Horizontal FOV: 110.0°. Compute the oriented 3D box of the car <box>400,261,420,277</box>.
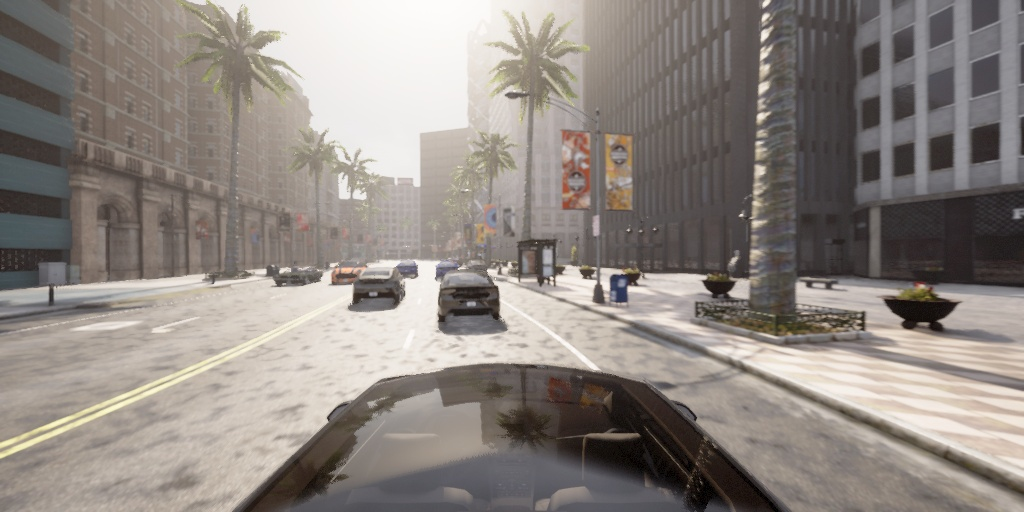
[{"bbox_3d":[-9.970,1.188,34.433,1.882,1.535,5.008,0,0,-13],"label":"car"}]

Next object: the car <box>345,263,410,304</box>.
[{"bbox_3d":[-5.965,1.245,16.477,1.837,1.490,4.892,0,0,-12],"label":"car"}]

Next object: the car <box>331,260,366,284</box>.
[{"bbox_3d":[-11.931,1.103,26.800,2.097,1.767,4.553,0,0,-13],"label":"car"}]

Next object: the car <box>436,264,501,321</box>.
[{"bbox_3d":[-1.602,1.205,12.569,1.882,1.535,5.008,0,0,-11],"label":"car"}]

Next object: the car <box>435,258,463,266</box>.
[{"bbox_3d":[-5.579,1.173,30.876,1.882,1.535,5.008,0,0,-13],"label":"car"}]

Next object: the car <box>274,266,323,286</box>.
[{"bbox_3d":[-15.330,1.432,25.969,1.895,1.301,4.718,0,0,-13],"label":"car"}]
